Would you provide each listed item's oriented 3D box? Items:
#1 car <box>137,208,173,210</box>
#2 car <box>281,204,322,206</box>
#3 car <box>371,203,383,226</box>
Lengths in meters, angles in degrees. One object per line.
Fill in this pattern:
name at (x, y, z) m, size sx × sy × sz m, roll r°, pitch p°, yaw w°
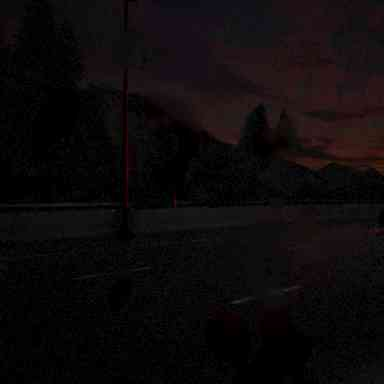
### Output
car at (-3.735, 1.216, 34.771) m, size 4.674 × 1.442 × 1.812 m, roll 0°, pitch 1°, yaw -30°
car at (11.569, 1.294, 35.155) m, size 4.902 × 1.511 × 2.128 m, roll 0°, pitch 0°, yaw -27°
car at (13.688, 1.411, 20.495) m, size 5.008 × 1.535 × 1.882 m, roll 0°, pitch 0°, yaw -27°
